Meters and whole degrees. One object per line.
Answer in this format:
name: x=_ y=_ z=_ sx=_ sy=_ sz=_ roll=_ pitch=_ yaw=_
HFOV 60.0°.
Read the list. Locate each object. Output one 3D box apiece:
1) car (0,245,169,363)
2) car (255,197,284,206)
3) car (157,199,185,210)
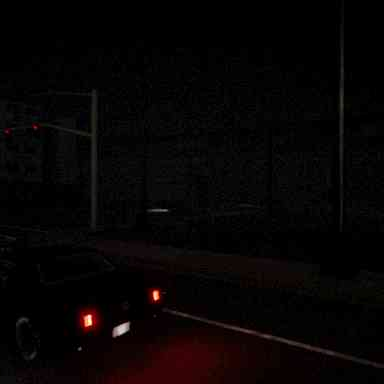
car: x=-2.780 y=1.637 z=5.949 sx=4.718 sy=1.301 sz=1.895 roll=0 pitch=0 yaw=36
car: x=13.091 y=1.586 z=56.257 sx=4.892 sy=1.490 sz=1.837 roll=0 pitch=0 yaw=-15
car: x=-2.708 y=1.575 z=43.704 sx=1.994 sy=1.385 sz=4.181 roll=0 pitch=0 yaw=35
